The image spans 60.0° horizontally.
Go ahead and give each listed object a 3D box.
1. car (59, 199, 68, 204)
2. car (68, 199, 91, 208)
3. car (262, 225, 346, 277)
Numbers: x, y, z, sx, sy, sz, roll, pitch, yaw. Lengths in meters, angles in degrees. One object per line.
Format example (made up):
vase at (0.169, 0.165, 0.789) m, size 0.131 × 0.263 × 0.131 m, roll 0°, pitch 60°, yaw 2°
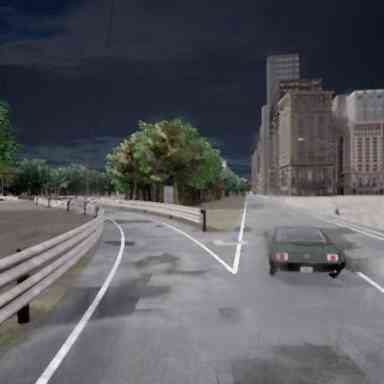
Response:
car at (-23.048, 1.872, 60.338) m, size 1.895 × 1.301 × 4.718 m, roll 0°, pitch 0°, yaw -29°
car at (-17.228, 1.808, 51.868) m, size 1.837 × 1.490 × 4.892 m, roll 0°, pitch 0°, yaw -36°
car at (3.241, 1.685, 10.530) m, size 1.895 × 1.301 × 4.718 m, roll -1°, pitch -1°, yaw 9°
